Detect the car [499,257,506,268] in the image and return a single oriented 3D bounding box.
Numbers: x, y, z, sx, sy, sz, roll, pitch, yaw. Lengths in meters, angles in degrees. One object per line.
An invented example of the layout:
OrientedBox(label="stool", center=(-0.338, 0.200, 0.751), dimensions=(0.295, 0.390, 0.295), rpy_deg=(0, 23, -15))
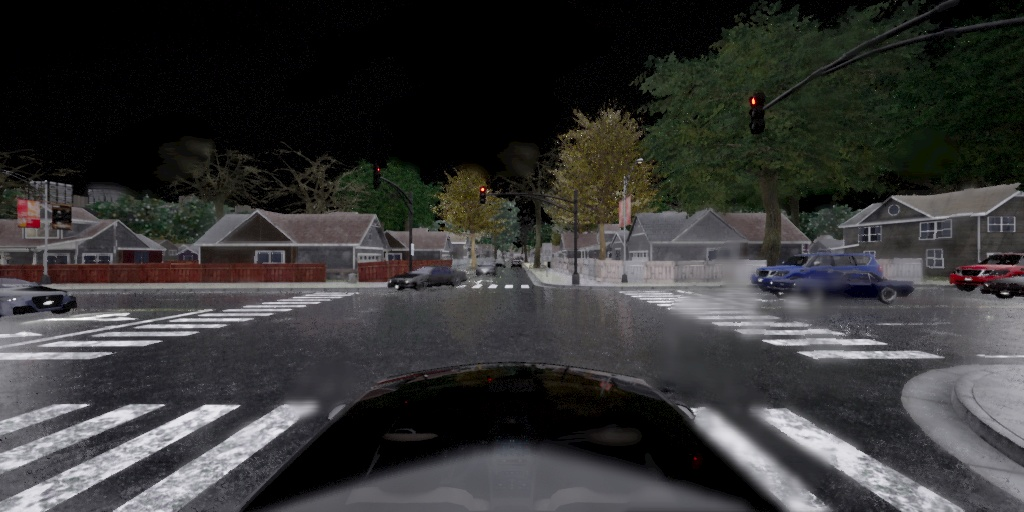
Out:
OrientedBox(label="car", center=(-2.174, 1.144, 60.082), dimensions=(2.097, 1.767, 4.553), rpy_deg=(0, 0, 1))

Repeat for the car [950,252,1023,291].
OrientedBox(label="car", center=(25.853, 0.811, 18.091), dimensions=(5.566, 2.045, 2.150), rpy_deg=(0, 0, 1))

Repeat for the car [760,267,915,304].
OrientedBox(label="car", center=(13.557, 1.260, 15.045), dimensions=(4.718, 1.301, 1.895), rpy_deg=(0, 0, 1))

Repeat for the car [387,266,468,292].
OrientedBox(label="car", center=(-4.940, 1.308, 21.948), dimensions=(2.033, 1.411, 5.357), rpy_deg=(0, 0, 31))

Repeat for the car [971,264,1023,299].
OrientedBox(label="car", center=(23.207, 1.153, 14.888), dimensions=(5.357, 1.411, 2.033), rpy_deg=(0, 0, 1))

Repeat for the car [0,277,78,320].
OrientedBox(label="car", center=(-17.589, 1.410, 12.112), dimensions=(4.181, 1.385, 1.994), rpy_deg=(0, 0, 1))

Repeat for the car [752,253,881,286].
OrientedBox(label="car", center=(15.487, 0.868, 18.277), dimensions=(5.566, 2.045, 2.150), rpy_deg=(0, 0, 1))

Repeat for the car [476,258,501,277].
OrientedBox(label="car", center=(-2.541, 1.259, 36.403), dimensions=(2.128, 1.511, 4.902), rpy_deg=(0, 0, 1))

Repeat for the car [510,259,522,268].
OrientedBox(label="car", center=(0.747, 1.300, 61.391), dimensions=(1.837, 1.490, 4.892), rpy_deg=(0, 0, 1))
